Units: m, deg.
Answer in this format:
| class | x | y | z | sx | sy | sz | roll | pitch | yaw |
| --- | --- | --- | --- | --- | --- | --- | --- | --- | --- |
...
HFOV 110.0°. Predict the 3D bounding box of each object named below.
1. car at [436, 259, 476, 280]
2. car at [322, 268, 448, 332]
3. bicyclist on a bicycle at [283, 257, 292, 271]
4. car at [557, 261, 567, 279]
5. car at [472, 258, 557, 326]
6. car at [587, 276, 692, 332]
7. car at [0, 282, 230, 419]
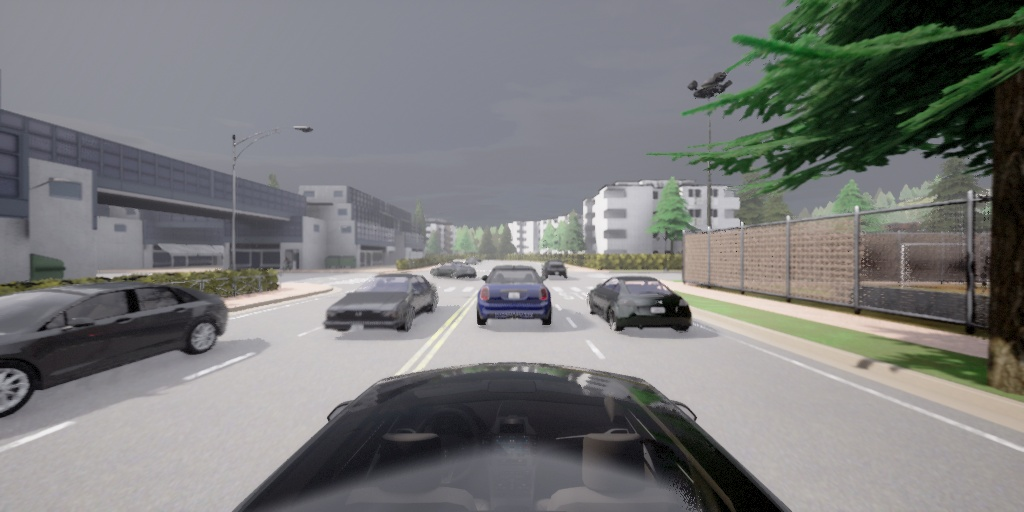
| class | x | y | z | sx | sy | sz | roll | pitch | yaw |
| --- | --- | --- | --- | --- | --- | --- | --- | --- | --- |
| car | -4.905 | 1.191 | 29.734 | 4.181 | 1.385 | 1.994 | 0 | 0 | 43 |
| car | -3.566 | 1.257 | 10.960 | 2.033 | 1.411 | 5.357 | 0 | 0 | 0 |
| bicyclist on a bicycle | -25.417 | 0.884 | 40.545 | 0.582 | 1.620 | 1.656 | 0 | 0 | 0 |
| car | 3.566 | 1.126 | 30.935 | 1.837 | 1.490 | 4.892 | 0 | 0 | 0 |
| car | 0.071 | 1.059 | 11.659 | 2.097 | 1.767 | 4.553 | 0 | 0 | 0 |
| car | 3.567 | 1.275 | 10.736 | 1.994 | 1.385 | 4.181 | 0 | 0 | 0 |
| car | -7.087 | 1.236 | 5.803 | 1.837 | 1.490 | 4.892 | 0 | 0 | 0 |
